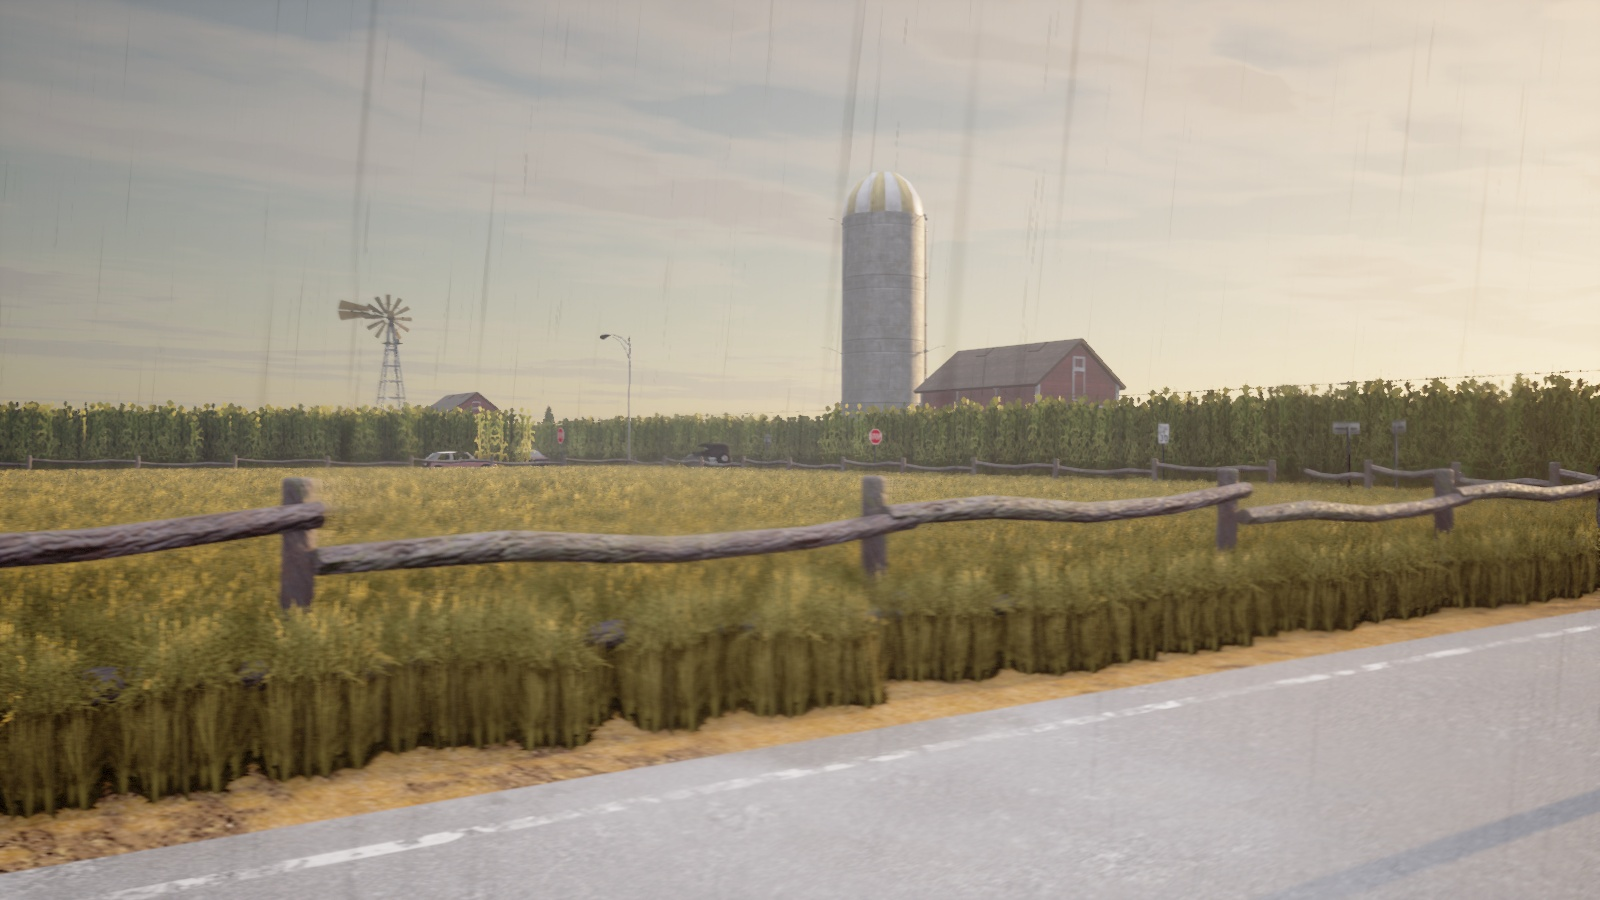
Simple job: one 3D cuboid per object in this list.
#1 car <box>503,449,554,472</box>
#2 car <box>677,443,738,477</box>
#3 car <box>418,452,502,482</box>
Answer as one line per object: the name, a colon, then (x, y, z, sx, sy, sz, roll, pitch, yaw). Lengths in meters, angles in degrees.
car: (-19.255, 0.726, 88.907, 1.882, 1.535, 5.008, 0, 0, -32)
car: (-5.418, 0.539, 72.923, 1.905, 1.878, 3.866, -1, 1, -32)
car: (-17.736, 0.854, 65.469, 3.806, 1.475, 1.970, -1, 0, -33)
